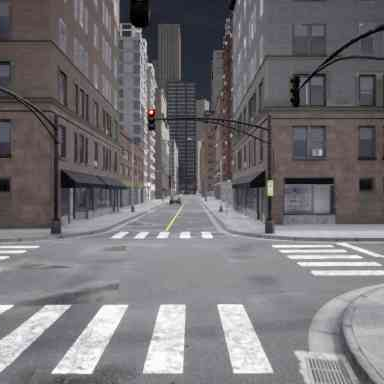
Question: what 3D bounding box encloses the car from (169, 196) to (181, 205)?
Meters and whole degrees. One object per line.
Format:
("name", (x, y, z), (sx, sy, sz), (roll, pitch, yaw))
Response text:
("car", (-2.977, 1.457, 59.647), (1.882, 1.535, 5.008), (0, 0, 0))
